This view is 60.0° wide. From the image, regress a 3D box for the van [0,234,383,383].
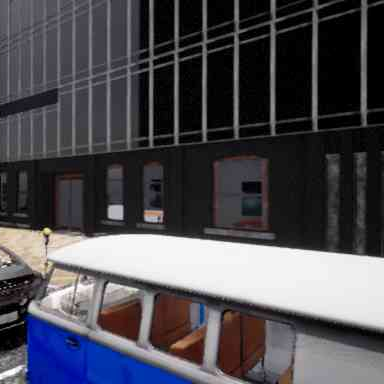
[{"bbox_3d":[0.255,1.343,2.686,3.998,1.788,1.690,0,0,35],"label":"van"}]
